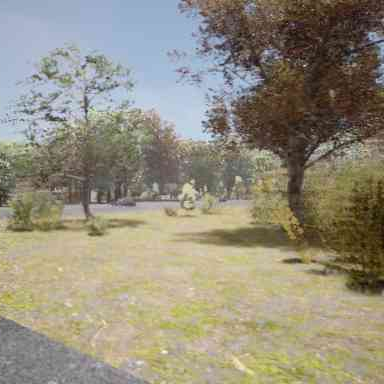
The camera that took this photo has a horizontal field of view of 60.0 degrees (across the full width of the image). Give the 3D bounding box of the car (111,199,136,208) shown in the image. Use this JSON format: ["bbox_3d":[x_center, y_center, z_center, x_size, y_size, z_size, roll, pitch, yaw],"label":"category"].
[{"bbox_3d":[-10.916,1.758,53.015,1.994,1.385,4.181,0,0,36],"label":"car"}]

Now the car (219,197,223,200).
[{"bbox_3d":[5.671,1.847,75.872,2.033,1.411,5.357,0,0,36],"label":"car"}]
